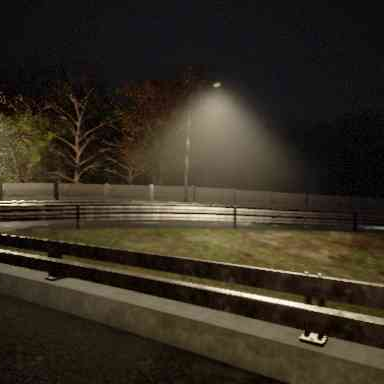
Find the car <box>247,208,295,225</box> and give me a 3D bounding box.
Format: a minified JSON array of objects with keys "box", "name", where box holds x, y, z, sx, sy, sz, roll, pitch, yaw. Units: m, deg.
[{"box":[6.893,2.041,28.868,4.181,1.385,1.994,3,-1,-17],"name":"car"}]
